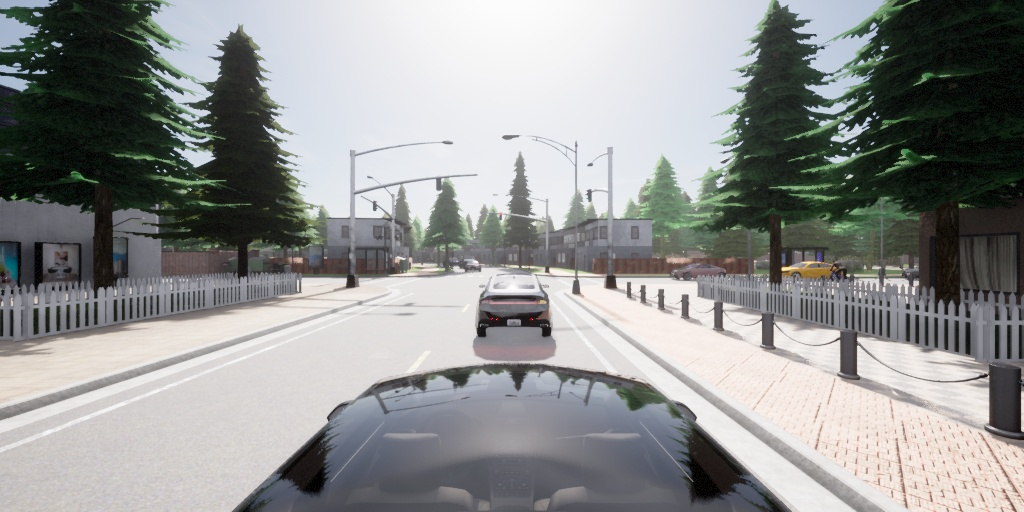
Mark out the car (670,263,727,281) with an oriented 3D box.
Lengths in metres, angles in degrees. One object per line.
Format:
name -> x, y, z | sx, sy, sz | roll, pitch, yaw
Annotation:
car -> 15.304, 1.299, 29.558 | 4.181, 1.385, 1.994 | 0, 0, 2

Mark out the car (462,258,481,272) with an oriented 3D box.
car -> -4.930, 1.280, 45.379 | 1.994, 1.385, 4.181 | 0, 0, -7

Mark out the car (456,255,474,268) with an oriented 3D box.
car -> -6.825, 0.937, 55.708 | 2.150, 2.045, 5.566 | 0, 0, -16

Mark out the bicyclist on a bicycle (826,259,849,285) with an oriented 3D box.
bicyclist on a bicycle -> 19.892, 1.035, 21.940 | 0.582, 1.620, 1.656 | 0, 0, 2

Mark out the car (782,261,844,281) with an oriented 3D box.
car -> 24.183, 1.212, 29.301 | 5.008, 1.535, 1.882 | 0, 0, 2

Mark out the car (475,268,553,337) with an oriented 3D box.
car -> 0.059, 1.242, 10.259 | 2.128, 1.511, 4.902 | 0, 0, 0

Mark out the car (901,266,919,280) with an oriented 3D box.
car -> 34.555, 1.240, 28.977 | 4.892, 1.490, 1.837 | 0, 0, 2
